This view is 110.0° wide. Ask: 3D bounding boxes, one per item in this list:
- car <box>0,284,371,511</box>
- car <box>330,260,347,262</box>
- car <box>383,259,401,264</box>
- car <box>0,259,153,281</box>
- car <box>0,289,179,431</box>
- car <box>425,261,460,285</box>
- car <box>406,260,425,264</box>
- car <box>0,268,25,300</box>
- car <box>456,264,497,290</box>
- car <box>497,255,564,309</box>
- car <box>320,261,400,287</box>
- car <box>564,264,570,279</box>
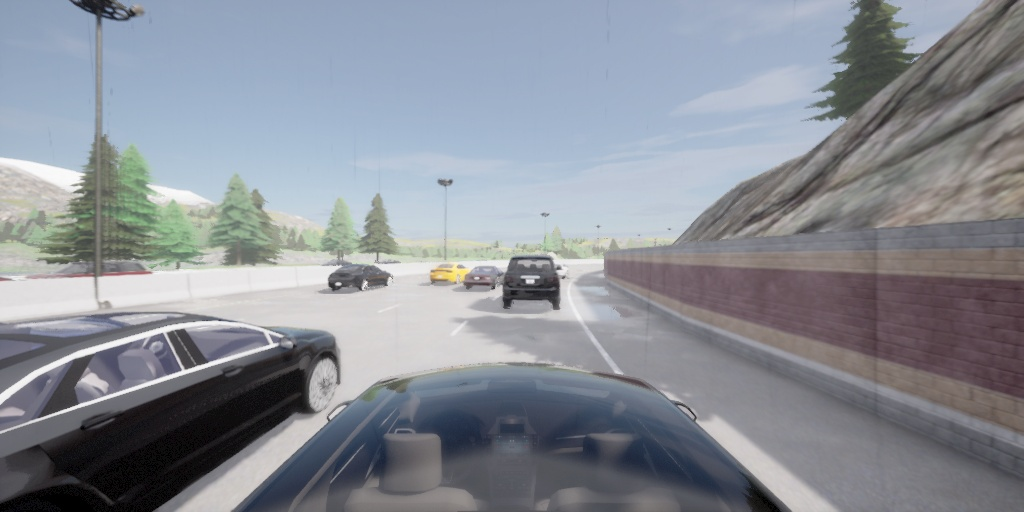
[{"bbox_3d":[-3.305,1.232,3.089,2.128,1.511,4.902,0,0,1],"label":"car"},{"bbox_3d":[-24.114,1.239,49.333,1.812,1.442,4.674,0,0,17],"label":"car"},{"bbox_3d":[-18.826,1.224,54.092,2.128,1.511,4.902,0,0,19],"label":"car"},{"bbox_3d":[-20.118,1.052,17.135,2.097,1.767,4.553,0,0,6],"label":"car"},{"bbox_3d":[-6.842,1.278,3.552,2.033,1.411,5.357,0,0,1],"label":"car"},{"bbox_3d":[-4.412,1.233,26.590,1.882,1.535,5.008,0,0,10],"label":"car"},{"bbox_3d":[-14.509,1.348,55.809,1.895,1.301,4.718,0,0,21],"label":"car"},{"bbox_3d":[-23.878,1.250,14.708,1.994,1.385,4.181,0,0,6],"label":"car"},{"bbox_3d":[-1.581,1.309,22.750,2.033,1.411,5.357,0,0,9],"label":"car"},{"bbox_3d":[0.918,0.985,15.140,2.150,2.045,5.566,0,0,6],"label":"car"},{"bbox_3d":[-8.825,1.243,21.316,1.837,1.490,4.892,0,0,8],"label":"car"},{"bbox_3d":[4.194,1.313,33.098,1.812,1.442,4.674,0,0,14],"label":"car"}]
